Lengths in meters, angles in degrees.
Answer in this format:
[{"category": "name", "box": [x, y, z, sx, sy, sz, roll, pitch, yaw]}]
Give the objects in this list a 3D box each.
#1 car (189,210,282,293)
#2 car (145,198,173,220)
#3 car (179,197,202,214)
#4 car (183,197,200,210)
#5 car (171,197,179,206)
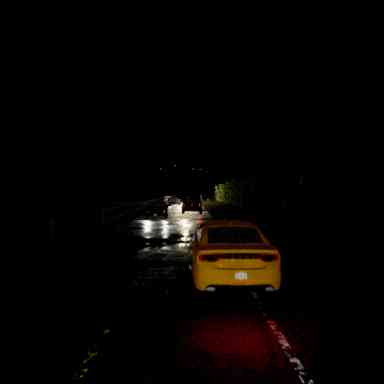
[{"category": "car", "box": [0.944, 1.477, 8.925, 1.882, 1.535, 5.008, 0, 0, 0]}, {"category": "car", "box": [-2.912, 1.524, 28.598, 1.812, 1.442, 4.674, 0, 0, 0]}, {"category": "car", "box": [-0.003, 1.351, 35.079, 2.097, 1.767, 4.553, 0, 0, 0]}, {"category": "car", "box": [-0.033, 1.491, 45.039, 2.128, 1.511, 4.902, 0, 0, 0]}, {"category": "car", "box": [-2.865, 1.526, 54.012, 1.812, 1.442, 4.674, 0, 0, 0]}]
